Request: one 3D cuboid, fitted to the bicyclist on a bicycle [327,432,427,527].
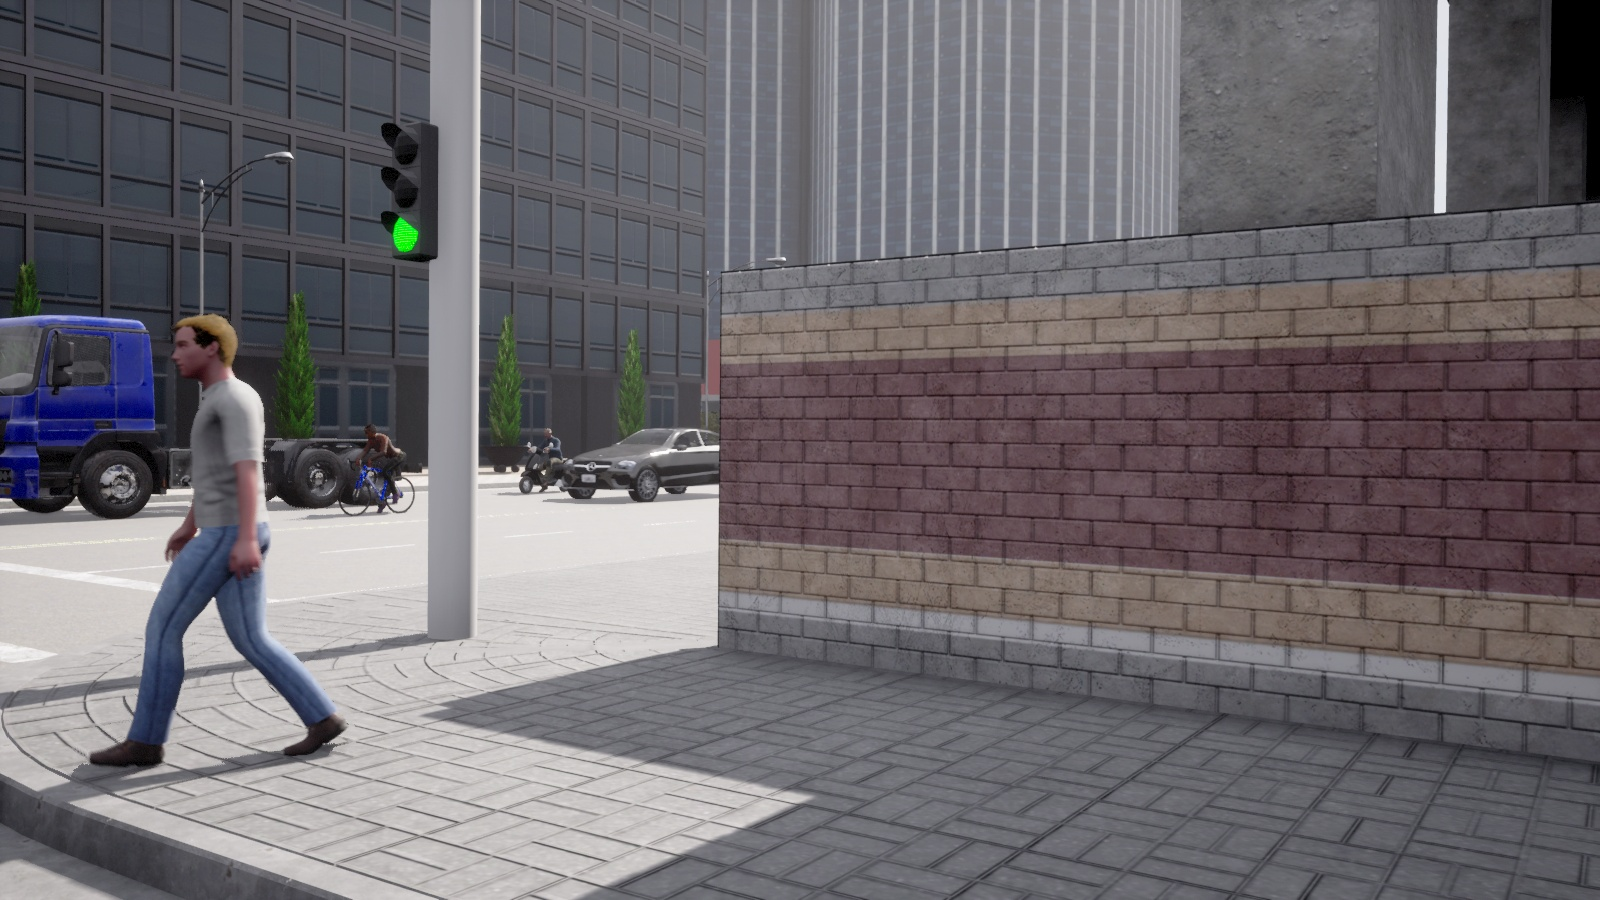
[{"bbox_3d":[-7.542,0.501,22.464,0.582,1.620,1.656,0,1,34],"label":"bicyclist on a bicycle"}]

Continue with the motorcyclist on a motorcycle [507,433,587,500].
[{"bbox_3d":[-6.189,0.376,30.776,0.866,1.590,1.817,0,1,34],"label":"motorcyclist on a motorcycle"}]

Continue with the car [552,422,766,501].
[{"bbox_3d":[-3.137,0.196,29.041,2.152,1.651,5.027,0,1,34],"label":"car"}]

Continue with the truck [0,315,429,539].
[{"bbox_3d":[-11.092,-0.415,23.453,2.891,3.462,7.936,0,1,34],"label":"truck"}]

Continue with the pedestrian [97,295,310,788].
[{"bbox_3d":[-2.331,0.337,4.961,0.706,1.836,0.354,-1,1,-21],"label":"pedestrian"}]
